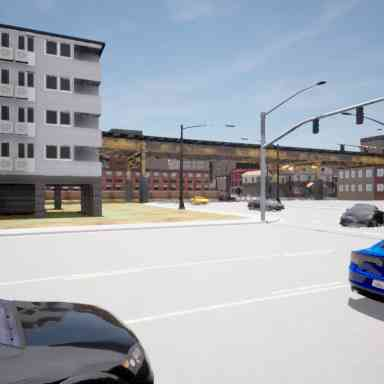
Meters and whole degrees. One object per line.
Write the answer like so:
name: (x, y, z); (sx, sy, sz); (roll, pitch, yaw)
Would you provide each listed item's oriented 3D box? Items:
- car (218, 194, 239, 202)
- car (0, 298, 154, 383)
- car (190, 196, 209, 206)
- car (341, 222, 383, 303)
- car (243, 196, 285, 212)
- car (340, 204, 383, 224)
car: (8.259, 1.540, 78.709); (2.033, 1.411, 5.357); (0, 0, 40)
car: (-2.428, 1.564, 2.750); (4.181, 1.385, 1.994); (0, 0, -32)
car: (1.204, 1.478, 55.628); (1.882, 1.535, 5.008); (0, 0, -19)
car: (5.550, 1.478, 6.903); (5.008, 1.535, 1.882); (0, 0, -25)
car: (8.633, 1.547, 39.369); (2.033, 1.411, 5.357); (0, 0, -26)
car: (11.524, 1.525, 22.204); (1.812, 1.442, 4.674); (2, 1, 40)
